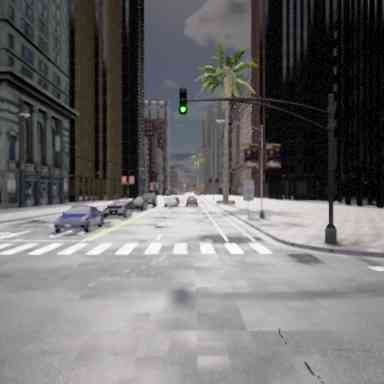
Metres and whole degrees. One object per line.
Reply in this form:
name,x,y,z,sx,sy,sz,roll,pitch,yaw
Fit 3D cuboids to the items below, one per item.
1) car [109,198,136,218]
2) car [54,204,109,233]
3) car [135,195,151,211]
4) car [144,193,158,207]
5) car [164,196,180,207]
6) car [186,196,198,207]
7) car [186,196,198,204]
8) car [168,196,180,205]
car,-6.592,1.557,29.899,1.994,1.385,4.181,0,0,0
car,-6.589,1.521,19.893,1.812,1.442,4.674,0,0,-1
car,-6.509,1.468,40.121,1.882,1.535,5.008,0,0,0
car,-6.511,1.210,50.734,2.150,2.045,5.566,0,0,0
car,-3.261,1.514,51.369,1.812,1.442,4.674,0,0,0
car,-0.011,1.514,52.222,1.812,1.442,4.674,0,0,0
car,-0.013,1.534,62.444,2.033,1.411,5.357,0,0,0
car,-3.263,1.464,61.373,1.882,1.535,5.008,0,0,0
